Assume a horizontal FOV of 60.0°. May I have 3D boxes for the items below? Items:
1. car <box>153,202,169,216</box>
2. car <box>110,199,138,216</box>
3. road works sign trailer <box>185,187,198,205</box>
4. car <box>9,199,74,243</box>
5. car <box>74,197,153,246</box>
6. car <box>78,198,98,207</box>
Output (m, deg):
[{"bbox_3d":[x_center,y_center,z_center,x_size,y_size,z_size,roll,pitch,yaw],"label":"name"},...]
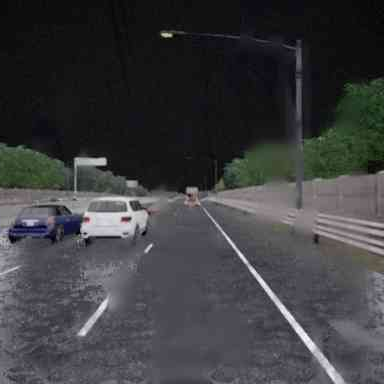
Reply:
[{"bbox_3d":[-3.399,1.661,33.615,1.994,1.385,4.181,0,0,0],"label":"car"},{"bbox_3d":[-6.900,1.578,34.418,1.882,1.535,5.008,0,0,0],"label":"car"},{"bbox_3d":[0.005,0.771,65.786,2.380,3.560,2.880,0,0,0],"label":"road works sign trailer"},{"bbox_3d":[-6.900,1.383,16.324,2.097,1.767,4.553,0,0,0],"label":"car"},{"bbox_3d":[-3.400,1.251,15.677,2.150,2.045,5.566,0,0,0],"label":"car"},{"bbox_3d":[-17.545,1.799,56.377,1.994,1.385,4.181,0,0,1],"label":"car"}]
